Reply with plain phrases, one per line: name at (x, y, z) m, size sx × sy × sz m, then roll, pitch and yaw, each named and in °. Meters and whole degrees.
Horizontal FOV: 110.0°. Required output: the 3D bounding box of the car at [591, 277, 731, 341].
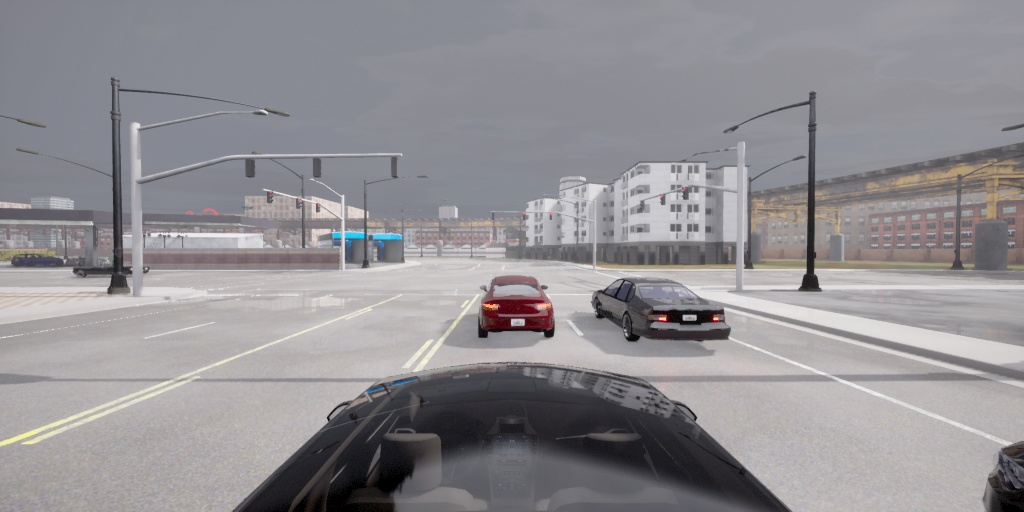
car at (3.578, 1.283, 9.743) m, size 2.033 × 1.411 × 5.357 m, roll 0°, pitch 0°, yaw 0°

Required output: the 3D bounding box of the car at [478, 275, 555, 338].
car at (0.067, 1.256, 10.026) m, size 1.812 × 1.442 × 4.674 m, roll 0°, pitch 0°, yaw -1°

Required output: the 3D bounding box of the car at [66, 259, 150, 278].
car at (-33.746, 1.136, 30.202) m, size 4.718 × 1.301 × 1.895 m, roll 0°, pitch 1°, yaw -1°
